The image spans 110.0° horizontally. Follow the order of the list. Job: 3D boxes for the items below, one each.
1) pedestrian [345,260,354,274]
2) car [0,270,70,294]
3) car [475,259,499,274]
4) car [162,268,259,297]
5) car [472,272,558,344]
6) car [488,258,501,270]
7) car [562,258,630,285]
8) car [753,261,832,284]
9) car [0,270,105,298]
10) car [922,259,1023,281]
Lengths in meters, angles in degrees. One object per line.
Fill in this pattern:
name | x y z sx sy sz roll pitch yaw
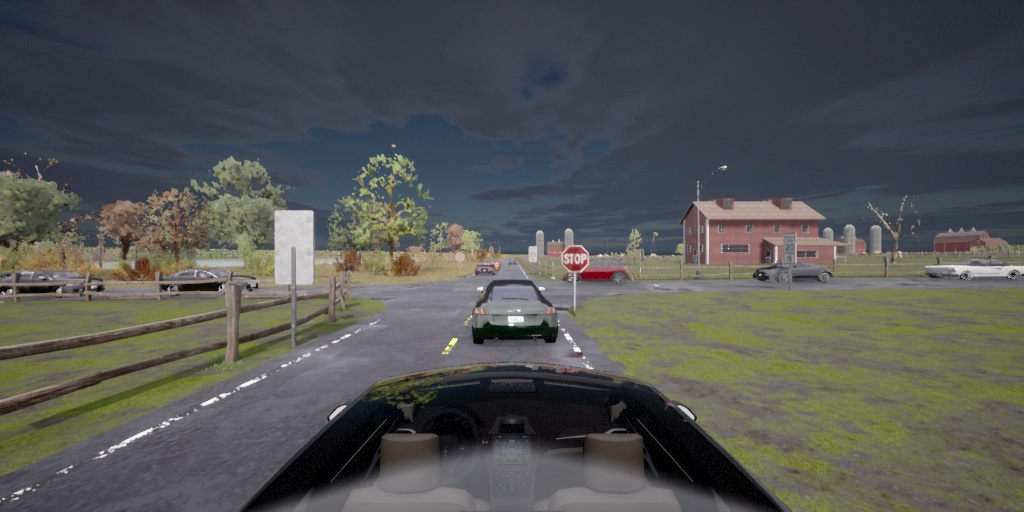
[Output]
pedestrian | -12.118 1.161 26.694 0.375 1.860 0.375 0 1 1
car | -32.944 1.697 24.017 4.674 1.442 1.812 -1 1 3
car | -2.781 1.308 38.351 1.994 1.385 4.181 0 0 1
car | -17.432 1.473 20.791 4.902 1.511 2.128 -1 0 1
car | -0.008 1.312 9.623 1.994 1.385 4.181 0 0 -3
car | -2.763 1.095 48.106 2.097 1.767 4.553 0 0 0
car | 5.714 0.977 24.621 4.553 1.767 2.097 -1 0 16
car | 18.192 1.017 23.389 4.181 1.385 1.994 -1 0 0
car | -26.839 1.603 20.964 4.902 1.511 2.128 -1 0 2
car | 29.937 0.881 23.274 4.718 1.301 1.895 -1 0 1
